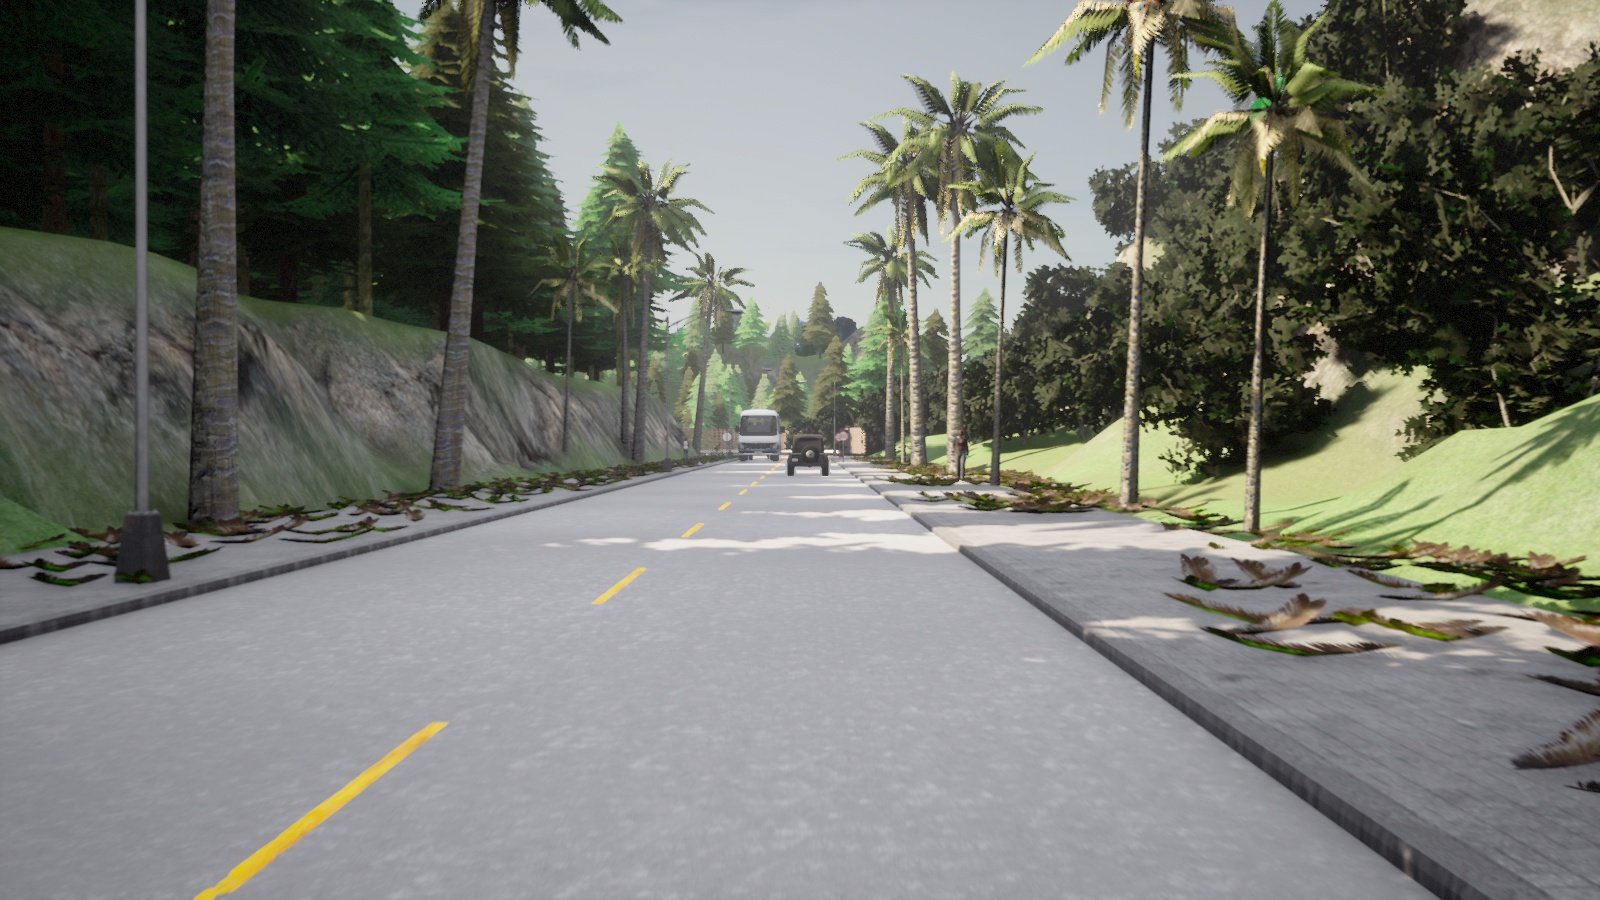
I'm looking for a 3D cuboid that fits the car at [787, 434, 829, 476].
[{"bbox_3d":[0.373,0.216,58.268,1.905,1.878,3.866,0,1,0],"label":"car"}]

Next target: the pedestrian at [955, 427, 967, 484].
[{"bbox_3d":[5.507,0.173,42.928,0.402,1.930,0.666,0,0,7],"label":"pedestrian"}]
